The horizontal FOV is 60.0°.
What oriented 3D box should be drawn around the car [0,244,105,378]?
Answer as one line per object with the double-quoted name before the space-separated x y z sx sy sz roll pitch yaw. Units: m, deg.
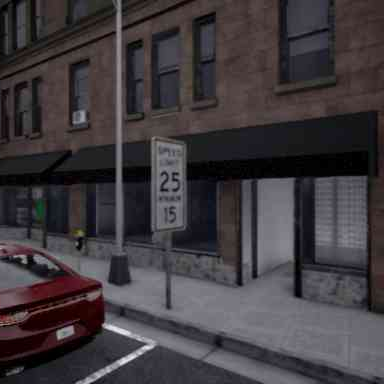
"car" -3.305 1.500 5.215 4.507 1.381 1.887 1 0 36
